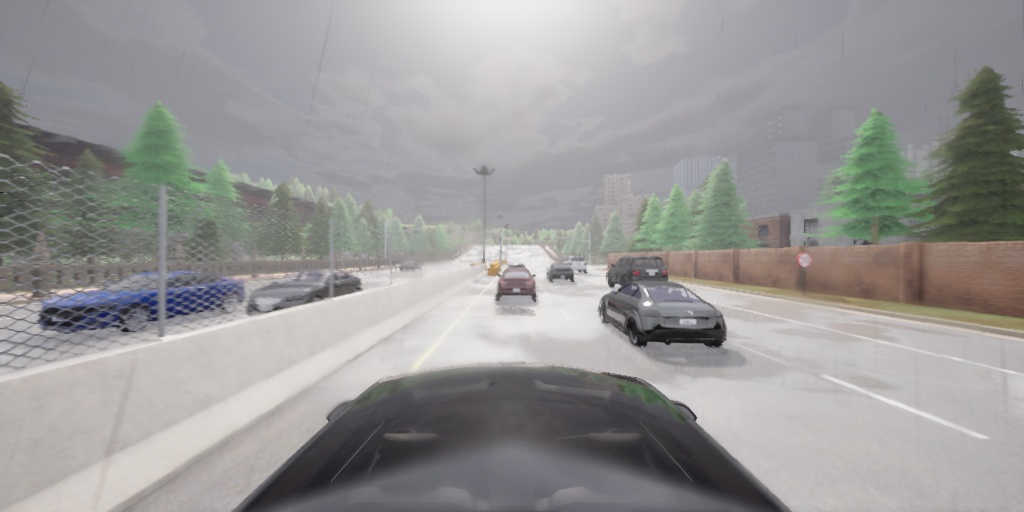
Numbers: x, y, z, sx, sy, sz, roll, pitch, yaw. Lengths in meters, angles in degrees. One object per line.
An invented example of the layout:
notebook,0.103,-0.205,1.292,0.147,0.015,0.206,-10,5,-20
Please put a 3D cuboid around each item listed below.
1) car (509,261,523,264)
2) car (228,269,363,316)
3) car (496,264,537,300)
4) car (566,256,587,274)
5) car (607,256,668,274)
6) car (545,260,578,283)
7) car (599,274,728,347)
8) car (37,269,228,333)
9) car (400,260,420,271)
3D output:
car,0.416,1.284,37.565,2.128,1.511,4.902,0,0,1
car,-7.019,1.224,12.768,2.128,1.511,4.902,0,0,1
car,0.220,1.295,17.602,1.812,1.442,4.674,0,0,1
car,7.465,1.050,42.742,2.150,2.045,5.566,0,0,1
car,7.264,1.024,21.223,2.150,2.045,5.566,0,0,1
car,3.833,1.302,29.032,1.837,1.490,4.892,0,0,1
car,3.659,1.338,9.429,1.994,1.385,4.181,0,0,0
car,-10.537,1.192,10.830,1.882,1.535,5.008,0,0,1
car,-13.588,1.272,48.411,1.812,1.442,4.674,0,0,1
